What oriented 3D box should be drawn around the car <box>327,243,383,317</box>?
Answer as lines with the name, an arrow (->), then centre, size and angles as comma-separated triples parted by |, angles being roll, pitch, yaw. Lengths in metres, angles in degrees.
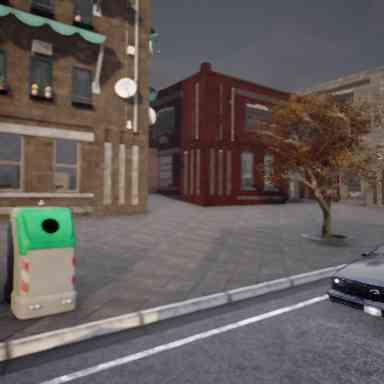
car -> 5.108, 1.553, 7.004 | 5.357, 1.411, 2.033 | 0, 0, -36
